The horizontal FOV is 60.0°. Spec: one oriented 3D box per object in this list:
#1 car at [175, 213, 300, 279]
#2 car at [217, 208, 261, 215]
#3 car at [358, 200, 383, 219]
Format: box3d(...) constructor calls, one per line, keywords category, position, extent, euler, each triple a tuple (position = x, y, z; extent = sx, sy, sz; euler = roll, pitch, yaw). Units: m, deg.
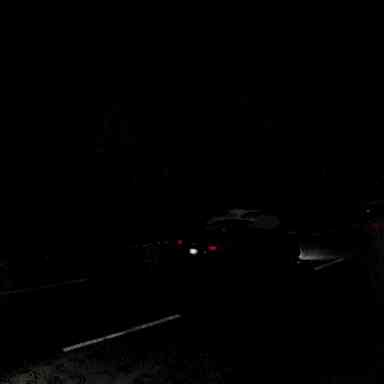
box3d(category="car", position=(1.517, 1.556, 10.221), extent=(4.181, 1.385, 1.994), euler=(0, 0, -42))
box3d(category="car", position=(2.529, 1.513, 15.896), extent=(4.674, 1.442, 1.812), euler=(0, 0, -43))
box3d(category="car", position=(16.350, 1.441, 29.258), extent=(5.008, 1.535, 1.882), euler=(0, 0, -44))
